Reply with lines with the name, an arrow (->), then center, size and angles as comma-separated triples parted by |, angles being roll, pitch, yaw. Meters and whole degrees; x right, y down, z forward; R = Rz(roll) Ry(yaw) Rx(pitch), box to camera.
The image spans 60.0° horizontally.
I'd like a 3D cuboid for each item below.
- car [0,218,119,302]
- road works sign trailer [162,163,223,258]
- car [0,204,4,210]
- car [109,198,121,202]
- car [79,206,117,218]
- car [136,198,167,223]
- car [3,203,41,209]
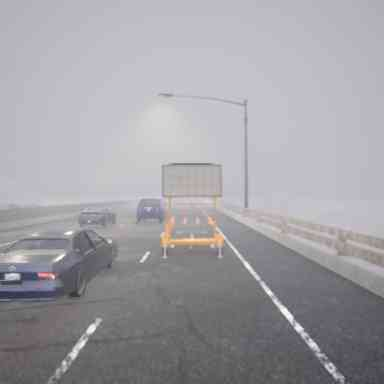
car -> -3.363, 1.663, 8.750 | 2.033, 1.411, 5.357 | 0, -1, 0
road works sign trailer -> 0.007, 0.616, 13.506 | 2.380, 3.560, 2.880 | 0, -1, 0
car -> -21.201, 2.044, 37.934 | 1.812, 1.442, 4.674 | 0, -1, 0
car -> -17.785, 2.112, 77.001 | 1.882, 1.535, 5.008 | 0, -1, 0
car -> -6.941, 1.801, 24.838 | 2.128, 1.511, 4.902 | 0, -1, 0
car -> -3.462, 1.560, 29.043 | 2.150, 2.045, 5.566 | 0, -1, 0
car -> -17.694, 2.029, 36.064 | 2.033, 1.411, 5.357 | 0, -1, 0
